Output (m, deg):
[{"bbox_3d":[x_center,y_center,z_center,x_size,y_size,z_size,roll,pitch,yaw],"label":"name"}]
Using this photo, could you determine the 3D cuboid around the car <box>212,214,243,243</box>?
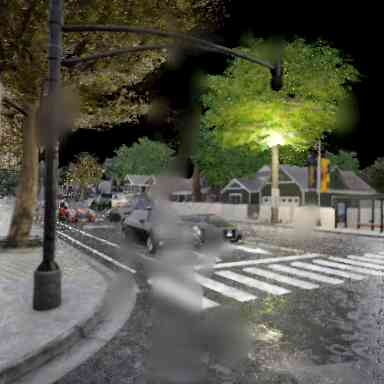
[{"bbox_3d":[0.724,1.821,17.220,1.994,1.385,4.181,2,-1,-32],"label":"car"}]

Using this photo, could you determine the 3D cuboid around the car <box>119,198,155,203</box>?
[{"bbox_3d":[-5.451,1.667,33.758,2.150,2.045,5.566,2,-1,-32],"label":"car"}]

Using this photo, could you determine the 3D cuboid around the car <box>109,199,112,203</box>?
[{"bbox_3d":[-9.413,2.080,46.179,1.882,1.535,5.008,2,-1,-31],"label":"car"}]

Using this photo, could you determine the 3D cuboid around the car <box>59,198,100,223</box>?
[{"bbox_3d":[-9.553,1.585,27.656,2.097,1.767,4.553,2,-1,-32],"label":"car"}]

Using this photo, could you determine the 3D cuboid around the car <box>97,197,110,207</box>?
[{"bbox_3d":[-14.961,1.874,55.069,2.150,2.045,5.566,2,-1,-32],"label":"car"}]

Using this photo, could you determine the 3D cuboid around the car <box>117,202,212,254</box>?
[{"bbox_3d":[-1.397,1.505,14.362,2.097,1.767,4.553,2,-1,-30],"label":"car"}]

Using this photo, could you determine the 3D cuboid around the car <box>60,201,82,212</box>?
[{"bbox_3d":[-16.494,1.931,45.163,1.837,1.490,4.892,2,-2,-31],"label":"car"}]

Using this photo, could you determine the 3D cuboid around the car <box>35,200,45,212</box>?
[{"bbox_3d":[-20.092,1.868,44.831,1.812,1.442,4.674,2,-1,-32],"label":"car"}]

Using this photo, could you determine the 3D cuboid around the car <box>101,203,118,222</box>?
[{"bbox_3d":[-5.417,1.863,27.129,2.033,1.411,5.357,2,-1,-32],"label":"car"}]

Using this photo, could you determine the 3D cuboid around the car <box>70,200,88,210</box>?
[{"bbox_3d":[-18.811,2.134,55.276,1.994,1.385,4.181,2,-1,-32],"label":"car"}]
